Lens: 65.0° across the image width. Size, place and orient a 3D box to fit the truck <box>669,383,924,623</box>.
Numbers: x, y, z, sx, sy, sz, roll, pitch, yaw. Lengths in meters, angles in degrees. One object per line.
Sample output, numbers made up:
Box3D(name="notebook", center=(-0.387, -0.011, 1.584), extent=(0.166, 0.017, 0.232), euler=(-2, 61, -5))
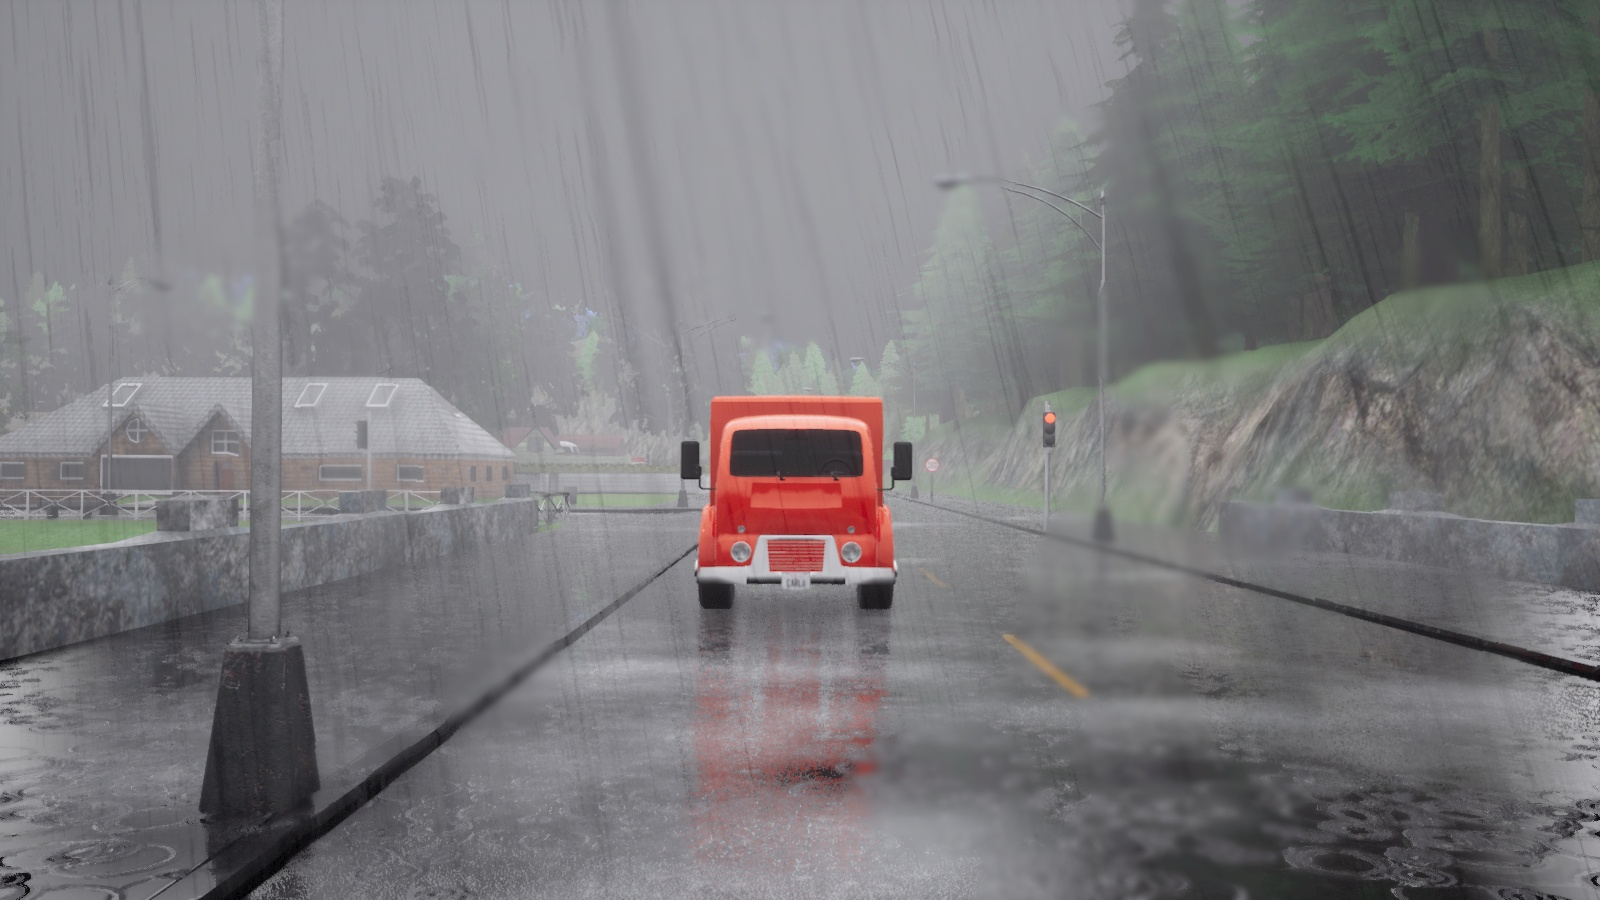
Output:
Box3D(name="truck", center=(-0.042, 0.590, 15.610), extent=(2.627, 2.467, 5.204), euler=(0, -1, 0))
